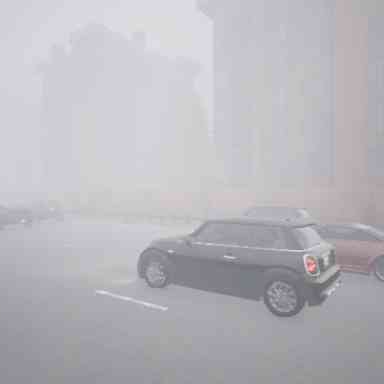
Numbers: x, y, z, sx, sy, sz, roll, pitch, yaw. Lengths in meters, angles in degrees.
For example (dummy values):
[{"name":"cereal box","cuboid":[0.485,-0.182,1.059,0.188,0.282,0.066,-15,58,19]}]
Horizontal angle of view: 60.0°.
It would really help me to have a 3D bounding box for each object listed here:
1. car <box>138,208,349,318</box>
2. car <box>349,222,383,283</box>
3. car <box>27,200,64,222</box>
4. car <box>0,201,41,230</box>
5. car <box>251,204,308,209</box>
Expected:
[{"name":"car","cuboid":[0.880,1.352,7.664,4.553,1.767,2.097,0,0,36]},{"name":"car","cuboid":[4.149,1.563,9.630,4.181,1.385,1.994,0,0,36]},{"name":"car","cuboid":[-11.845,1.351,25.339,4.553,1.767,2.097,0,0,36]},{"name":"car","cuboid":[-12.006,1.502,21.159,4.892,1.490,1.837,-1,-1,35]},{"name":"car","cuboid":[3.144,1.354,14.649,4.553,1.767,2.097,0,0,35]}]
